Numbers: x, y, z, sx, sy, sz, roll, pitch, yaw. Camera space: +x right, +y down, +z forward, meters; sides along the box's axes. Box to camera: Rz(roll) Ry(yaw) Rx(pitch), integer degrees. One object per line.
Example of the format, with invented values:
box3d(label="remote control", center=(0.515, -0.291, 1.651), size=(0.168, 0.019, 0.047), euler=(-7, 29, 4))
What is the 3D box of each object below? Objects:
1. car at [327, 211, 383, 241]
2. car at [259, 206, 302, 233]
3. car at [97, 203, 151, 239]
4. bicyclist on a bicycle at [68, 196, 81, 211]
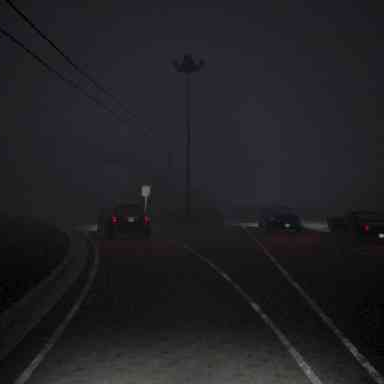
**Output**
box3d(label="car", center=(8.436, 1.614, 16.751), size=(1.895, 1.301, 4.718), euler=(0, 0, 4))
box3d(label="car", center=(5.098, 1.541, 19.564), size=(1.812, 1.442, 4.674), euler=(0, 0, 4))
box3d(label="car", center=(-3.793, 1.366, 17.935), size=(2.097, 1.767, 4.553), euler=(0, 0, -24))
box3d(label="bicyclist on a bicycle", center=(-13.284, 1.329, 37.712), size=(0.582, 1.620, 1.656), euler=(0, 0, 38))
